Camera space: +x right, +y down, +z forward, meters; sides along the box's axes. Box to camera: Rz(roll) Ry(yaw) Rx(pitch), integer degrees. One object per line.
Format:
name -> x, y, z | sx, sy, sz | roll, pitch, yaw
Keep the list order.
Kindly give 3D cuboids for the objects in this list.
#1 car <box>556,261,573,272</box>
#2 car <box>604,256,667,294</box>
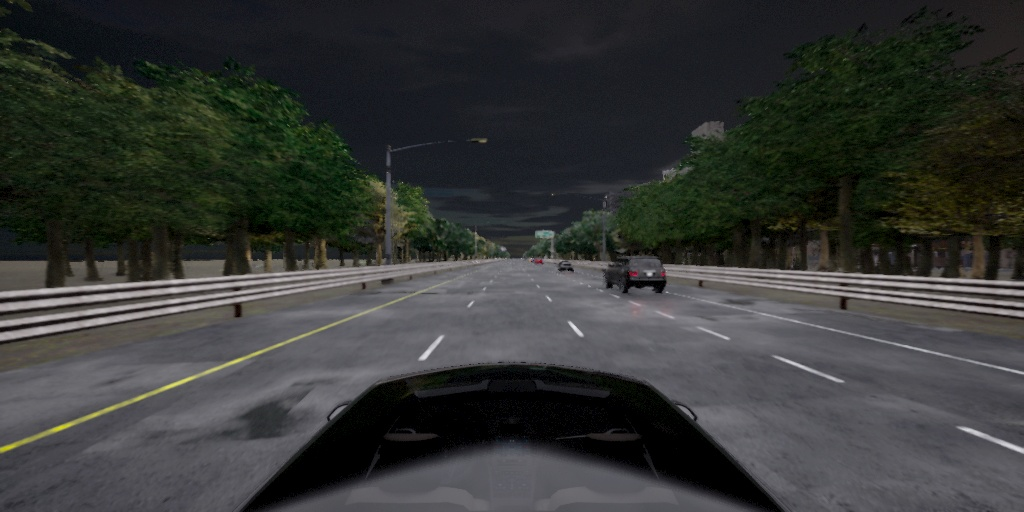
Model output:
car -> 7.126, 1.434, 48.723 | 1.837, 1.490, 4.892 | 0, 0, 0
car -> 7.020, 1.029, 20.961 | 2.150, 2.045, 5.566 | 0, 0, 0
